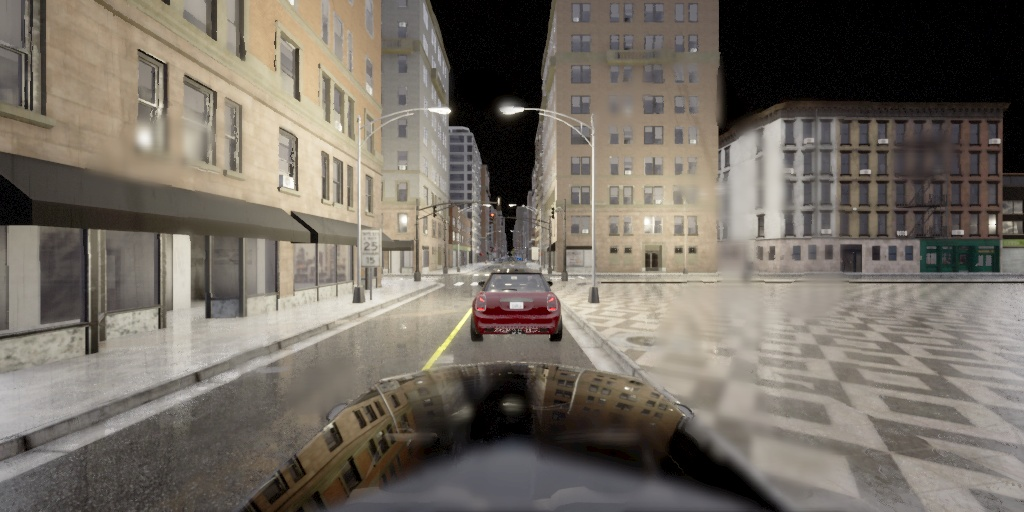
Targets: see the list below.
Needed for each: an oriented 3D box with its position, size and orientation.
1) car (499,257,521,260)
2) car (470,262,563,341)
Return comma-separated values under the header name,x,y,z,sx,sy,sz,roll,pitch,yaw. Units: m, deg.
name,x,y,z,sx,sy,sz,roll,pitch,yaw
car,0.051,1.101,19.793,2.097,1.767,4.553,0,0,-1
car,0.102,1.102,9.977,2.097,1.767,4.553,0,0,0
